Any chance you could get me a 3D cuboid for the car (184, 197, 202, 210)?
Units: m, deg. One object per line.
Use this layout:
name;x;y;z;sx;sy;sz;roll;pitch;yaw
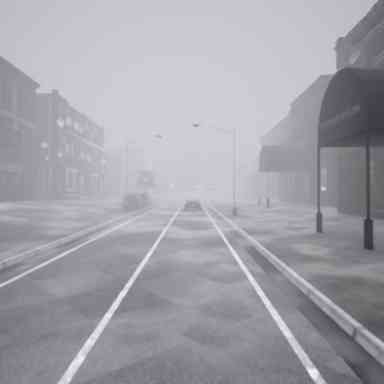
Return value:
car;0.094;1.351;39.684;1.812;1.442;4.674;0;0;0
